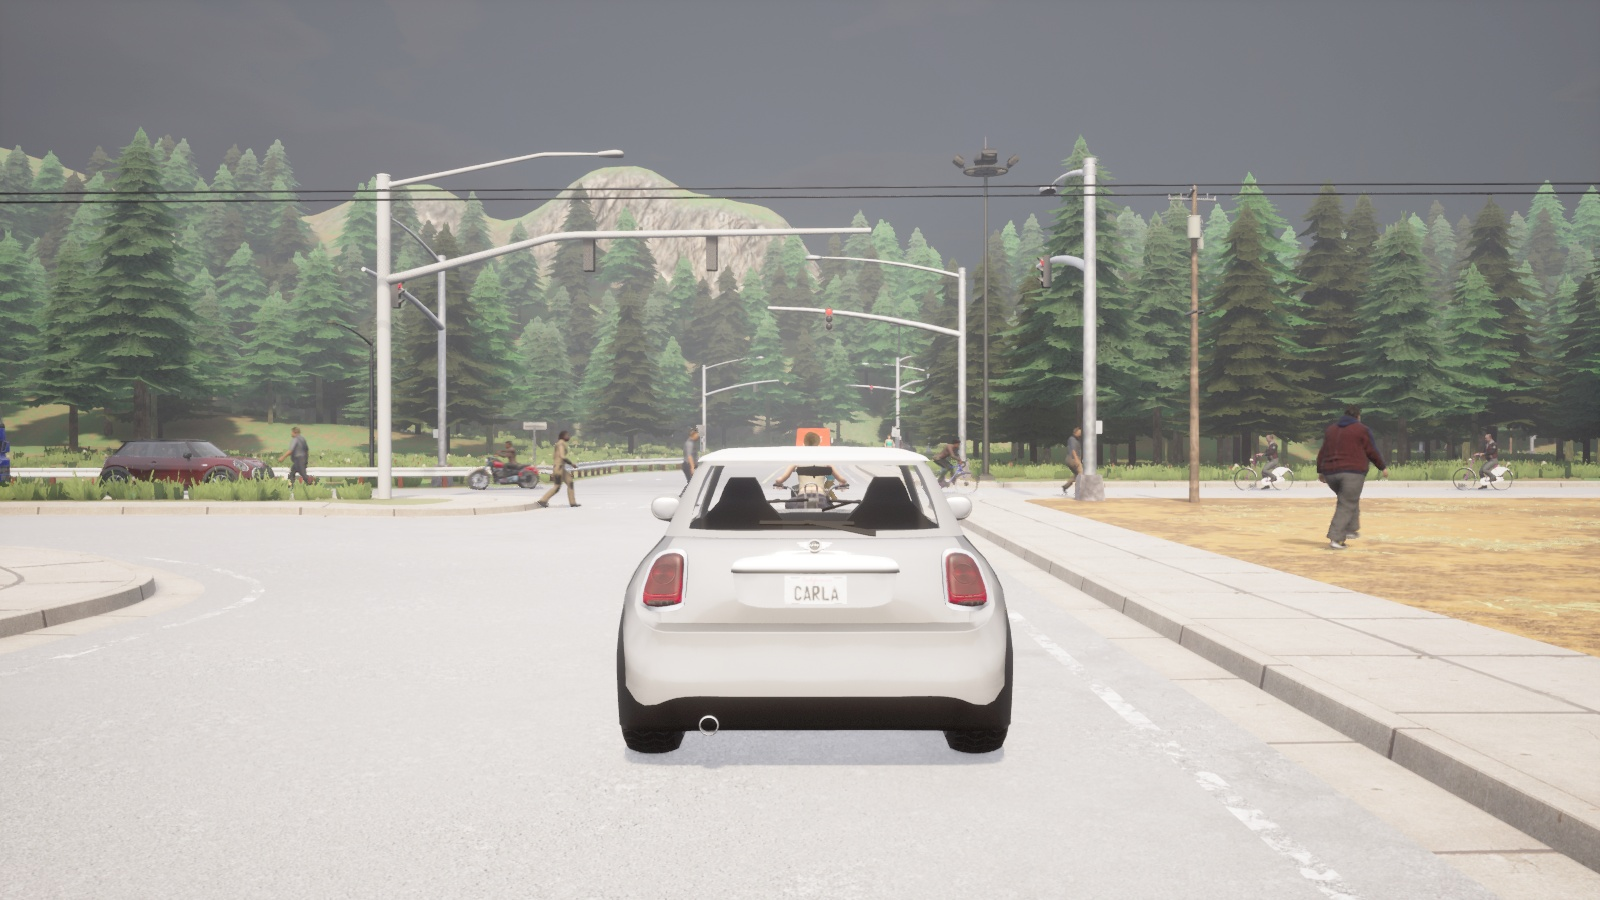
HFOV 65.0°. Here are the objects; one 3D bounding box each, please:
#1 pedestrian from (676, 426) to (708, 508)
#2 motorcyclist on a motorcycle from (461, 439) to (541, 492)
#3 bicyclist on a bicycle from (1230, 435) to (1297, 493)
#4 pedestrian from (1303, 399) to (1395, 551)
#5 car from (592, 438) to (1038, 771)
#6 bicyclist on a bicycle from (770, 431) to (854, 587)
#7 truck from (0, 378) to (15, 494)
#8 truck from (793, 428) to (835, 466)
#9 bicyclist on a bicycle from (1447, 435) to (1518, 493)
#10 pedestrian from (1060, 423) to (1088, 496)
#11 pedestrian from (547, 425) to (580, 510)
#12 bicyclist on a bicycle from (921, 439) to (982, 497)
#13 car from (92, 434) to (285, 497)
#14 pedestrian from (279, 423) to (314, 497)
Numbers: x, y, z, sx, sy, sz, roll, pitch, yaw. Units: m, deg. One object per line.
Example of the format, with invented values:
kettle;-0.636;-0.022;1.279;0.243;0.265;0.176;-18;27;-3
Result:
pedestrian;-2.468;0.389;28.767;0.694;1.848;0.540;0;0;-2
motorcyclist on a motorcycle;-9.635;0.488;40.452;2.350;1.649;0.766;-1;-2;-31
bicyclist on a bicycle;14.425;0.424;39.100;1.843;1.776;0.659;0;0;1
pedestrian;6.862;0.303;15.693;0.899;1.844;0.634;0;0;-29
car;0.070;0.672;7.459;1.970;1.475;3.806;0;0;0
bicyclist on a bicycle;0.123;0.607;13.751;0.866;1.612;1.509;0;0;0
truck;-27.785;-0.411;36.683;7.936;3.462;2.891;0;0;1
truck;0.965;-0.210;83.654;2.627;2.467;5.204;0;0;2
bicyclist on a bicycle;21.146;0.425;38.926;1.843;1.776;0.659;0;0;1
pedestrian;7.036;0.239;32.220;0.694;1.848;0.540;0;0;14
pedestrian;-5.385;0.390;28.628;0.692;1.930;0.396;0;0;-4
bicyclist on a bicycle;4.380;0.513;36.299;1.656;1.620;0.582;1;0;12
car;-17.662;0.430;36.426;4.553;1.767;2.097;0;0;1
pedestrian;-12.842;0.251;32.046;0.694;1.848;0.540;0;0;-3
